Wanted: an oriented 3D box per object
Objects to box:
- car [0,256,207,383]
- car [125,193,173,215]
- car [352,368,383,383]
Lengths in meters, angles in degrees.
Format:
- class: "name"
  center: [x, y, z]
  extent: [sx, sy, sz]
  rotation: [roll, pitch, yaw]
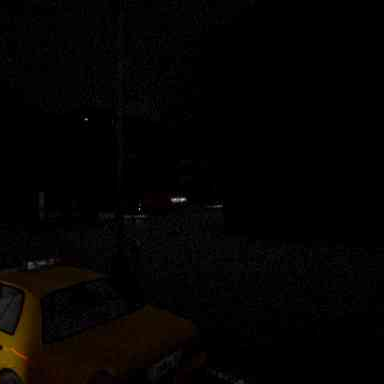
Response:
- class: "car"
  center: [-2.124, 1.525, 4.327]
  extent: [4.829, 1.417, 1.752]
  rotation: [0, 0, 35]
- class: "car"
  center: [-4.264, 1.175, 34.032]
  extent: [2.150, 2.045, 5.566]
  rotation: [0, 0, 35]
- class: "car"
  center: [2.446, 1.440, 1.076]
  extent: [4.097, 1.590, 1.967]
  rotation: [0, 0, 35]
